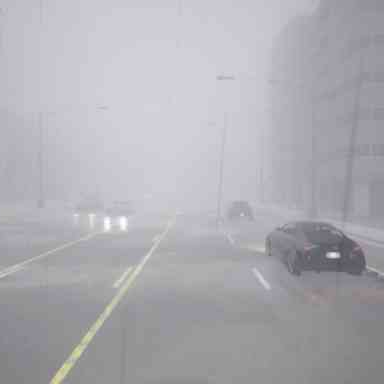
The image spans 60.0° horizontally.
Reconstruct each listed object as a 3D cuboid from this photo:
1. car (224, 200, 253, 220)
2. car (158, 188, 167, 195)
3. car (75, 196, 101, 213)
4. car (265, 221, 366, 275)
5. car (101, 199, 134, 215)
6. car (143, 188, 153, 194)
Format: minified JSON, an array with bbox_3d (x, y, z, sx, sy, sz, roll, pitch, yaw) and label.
[{"bbox_3d":[3.799,1.420,27.464,1.837,1.490,4.892,0,1,1],"label":"car"},{"bbox_3d":[-6.429,-0.181,73.163,2.033,1.411,5.357,0,2,0],"label":"car"},{"bbox_3d":[-10.336,1.245,33.881,1.837,1.490,4.892,0,1,1],"label":"car"},{"bbox_3d":[3.661,1.599,10.570,1.994,1.385,4.181,0,0,1],"label":"car"},{"bbox_3d":[-6.858,1.403,31.705,1.895,1.301,4.718,0,1,1],"label":"car"},{"bbox_3d":[-9.909,-0.259,75.687,2.128,1.511,4.902,0,2,0],"label":"car"}]
